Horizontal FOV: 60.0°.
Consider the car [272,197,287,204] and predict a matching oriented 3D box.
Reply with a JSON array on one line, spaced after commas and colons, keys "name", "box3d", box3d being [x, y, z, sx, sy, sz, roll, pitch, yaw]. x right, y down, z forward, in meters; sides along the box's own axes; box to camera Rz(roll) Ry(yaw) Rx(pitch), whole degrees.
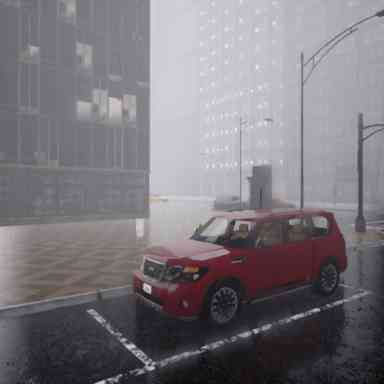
[{"name": "car", "box3d": [7.572, 1.221, 31.682, 1.882, 1.535, 5.008, 0, 1, -37]}]

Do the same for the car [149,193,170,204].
[{"name": "car", "box3d": [-5.174, 0.955, 48.931, 1.882, 1.535, 5.008, 0, 1, -36]}]

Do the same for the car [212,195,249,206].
[{"name": "car", "box3d": [3.917, 1.066, 31.159, 2.097, 1.767, 4.553, 0, 1, -36]}]

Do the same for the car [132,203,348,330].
[{"name": "car", "box3d": [1.290, 1.315, 7.095, 5.009, 1.841, 2.192, 0, 0, -35]}]
